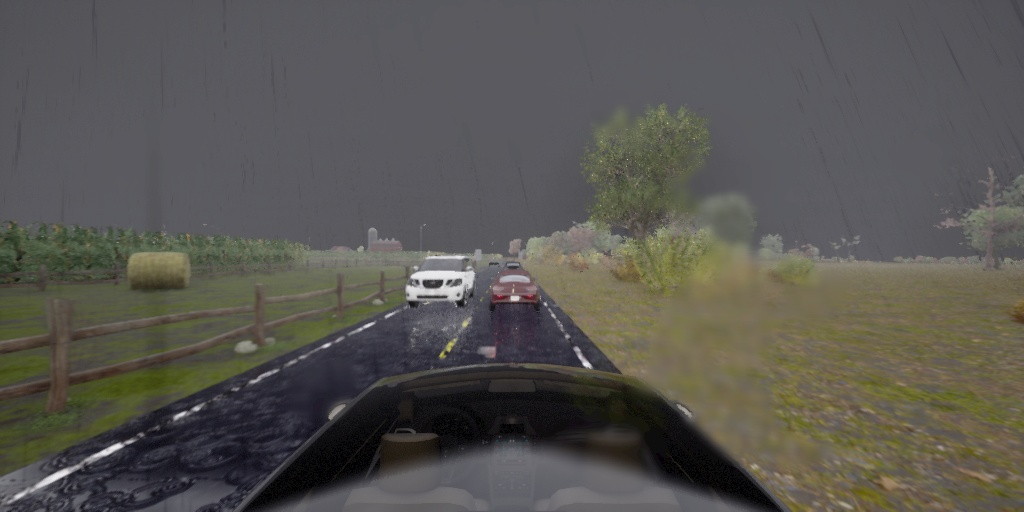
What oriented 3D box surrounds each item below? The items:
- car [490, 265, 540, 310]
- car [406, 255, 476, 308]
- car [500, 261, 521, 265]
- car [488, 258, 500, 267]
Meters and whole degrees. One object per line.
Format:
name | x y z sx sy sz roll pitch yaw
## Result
car | 0.099 1.274 14.512 1.812 1.442 4.674 0 0 0
car | -2.852 0.970 15.558 2.150 2.045 5.566 0 0 0
car | 0.097 1.262 32.197 1.837 1.490 4.892 0 0 0
car | -2.756 1.035 56.663 1.895 1.301 4.718 0 0 0
